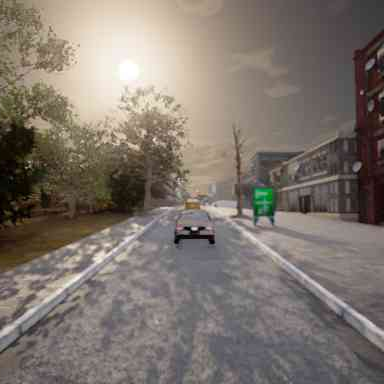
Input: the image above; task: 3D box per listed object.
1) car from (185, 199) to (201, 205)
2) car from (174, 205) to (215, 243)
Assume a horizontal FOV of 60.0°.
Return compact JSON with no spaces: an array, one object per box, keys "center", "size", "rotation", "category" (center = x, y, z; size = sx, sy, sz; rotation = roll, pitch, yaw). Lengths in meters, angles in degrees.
[{"center":[0.105,1.637,42.554],"size":[1.882,1.535,5.008],"rotation":[0,-1,0],"category":"car"},{"center":[0.102,1.558,16.181],"size":[2.033,1.411,5.357],"rotation":[0,0,0],"category":"car"}]
